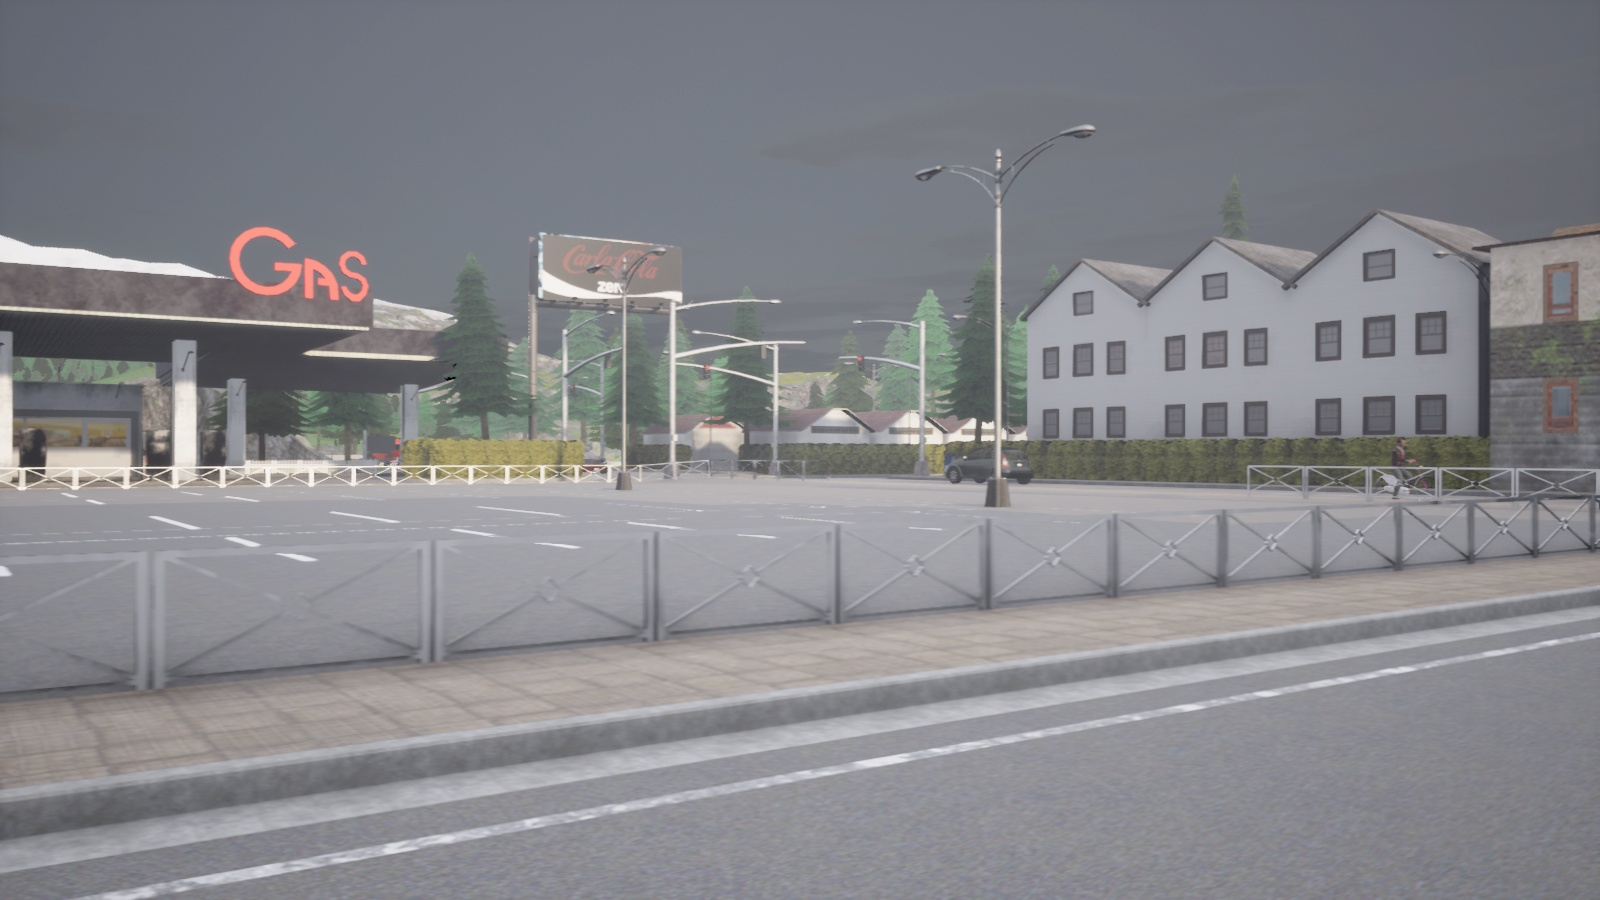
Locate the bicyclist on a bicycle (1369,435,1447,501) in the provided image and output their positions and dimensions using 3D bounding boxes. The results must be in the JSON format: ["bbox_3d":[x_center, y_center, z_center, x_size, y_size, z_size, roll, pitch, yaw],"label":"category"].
[{"bbox_3d":[16.852,0.489,34.831,0.659,1.776,1.843,0,0,-35],"label":"bicyclist on a bicycle"}]

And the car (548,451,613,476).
[{"bbox_3d":[-13.864,0.864,79.198,2.163,1.488,4.792,-1,0,-35],"label":"car"}]

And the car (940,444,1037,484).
[{"bbox_3d":[8.027,0.581,53.725,1.851,1.617,3.988,0,0,-35],"label":"car"}]
